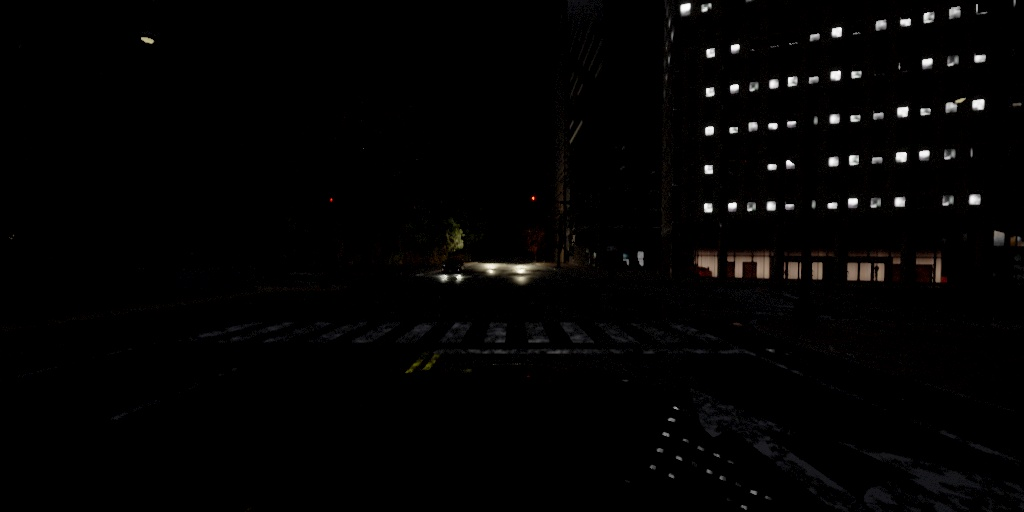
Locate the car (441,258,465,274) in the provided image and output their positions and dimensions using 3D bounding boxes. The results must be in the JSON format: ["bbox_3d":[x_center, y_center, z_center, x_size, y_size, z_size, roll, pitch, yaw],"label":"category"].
[{"bbox_3d":[-6.525,1.035,40.158,2.097,1.767,4.553,0,0,0],"label":"car"}]

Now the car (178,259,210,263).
[{"bbox_3d":[-27.054,1.052,30.652,4.892,1.490,1.837,1,2,21],"label":"car"}]

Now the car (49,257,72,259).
[{"bbox_3d":[-48.696,0.860,38.867,4.892,1.490,1.837,0,2,21],"label":"car"}]
